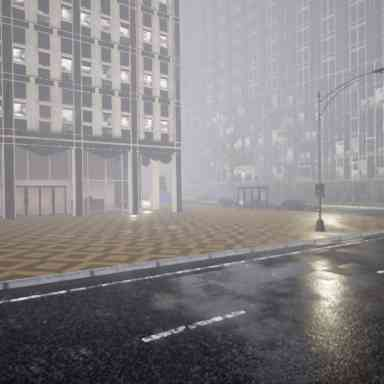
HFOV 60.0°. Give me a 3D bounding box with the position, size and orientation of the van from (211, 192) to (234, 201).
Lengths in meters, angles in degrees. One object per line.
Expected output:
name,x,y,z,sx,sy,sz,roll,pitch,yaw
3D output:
van,5.816,0.902,59.440,1.690,1.788,3.998,0,1,-34

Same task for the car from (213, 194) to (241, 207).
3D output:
car,5.294,1.356,45.301,1.947,1.339,4.313,0,1,-34

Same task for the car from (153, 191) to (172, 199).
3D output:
car,-7.049,0.663,78.184,2.192,1.841,5.009,0,1,-34

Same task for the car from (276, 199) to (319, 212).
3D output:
car,11.665,1.460,35.885,1.947,1.339,4.313,0,1,-34

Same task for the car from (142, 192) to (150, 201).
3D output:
car,-10.743,1.077,68.760,2.008,1.369,4.403,0,1,-34

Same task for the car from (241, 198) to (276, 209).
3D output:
car,8.462,1.425,40.583,1.802,1.307,4.206,0,1,-34

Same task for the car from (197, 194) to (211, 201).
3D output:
car,2.600,1.091,64.129,1.802,1.307,4.206,0,1,-34

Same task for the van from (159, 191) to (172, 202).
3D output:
van,-4.309,0.974,59.385,1.690,1.788,3.998,0,1,-34

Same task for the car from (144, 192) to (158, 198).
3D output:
car,-10.266,0.734,82.871,1.967,1.590,4.097,0,1,-34

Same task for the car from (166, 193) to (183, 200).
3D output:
car,-3.833,0.984,73.501,1.802,1.307,4.206,0,1,-34
